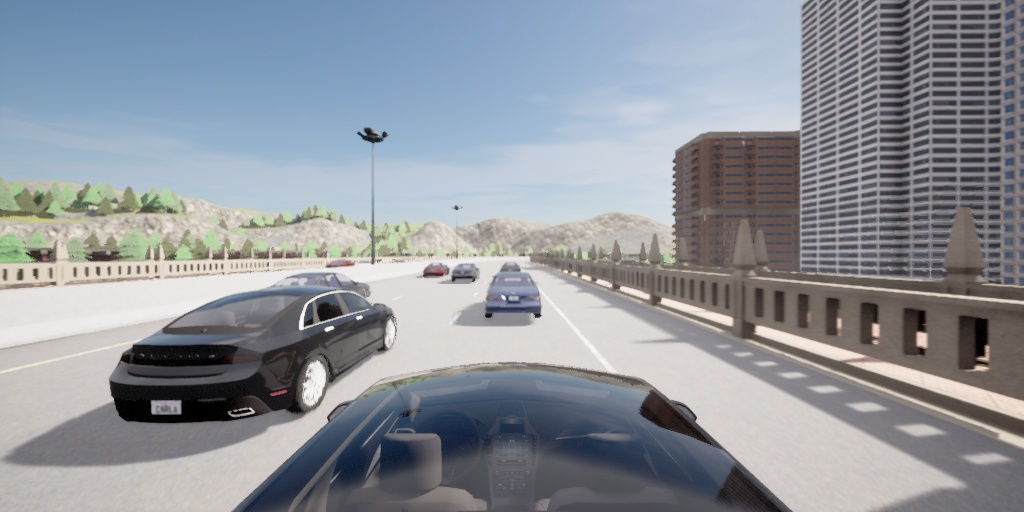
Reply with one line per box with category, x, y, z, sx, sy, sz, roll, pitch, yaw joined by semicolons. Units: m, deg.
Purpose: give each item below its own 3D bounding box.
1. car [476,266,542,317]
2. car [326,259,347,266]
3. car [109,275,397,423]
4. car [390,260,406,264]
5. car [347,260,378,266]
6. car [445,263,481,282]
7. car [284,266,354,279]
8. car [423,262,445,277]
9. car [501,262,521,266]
car;0.034;1.275;12.955;2.033;1.411;5.357;0;0;0
car;-21.365;1.156;44.862;1.882;1.535;5.008;0;0;0
car;-3.436;1.249;5.978;1.837;1.490;4.892;0;0;0
car;-14.368;1.237;45.161;1.994;1.385;4.181;0;0;0
car;-17.859;1.204;43.689;1.812;1.442;4.674;0;0;0
car;-3.569;1.246;28.186;2.033;1.411;5.357;0;0;0
car;-6.967;1.280;13.038;2.033;1.411;5.357;0;0;0
car;-7.112;1.253;34.198;1.994;1.385;4.181;0;0;0
car;-0.110;1.248;34.174;1.994;1.385;4.181;0;0;0
